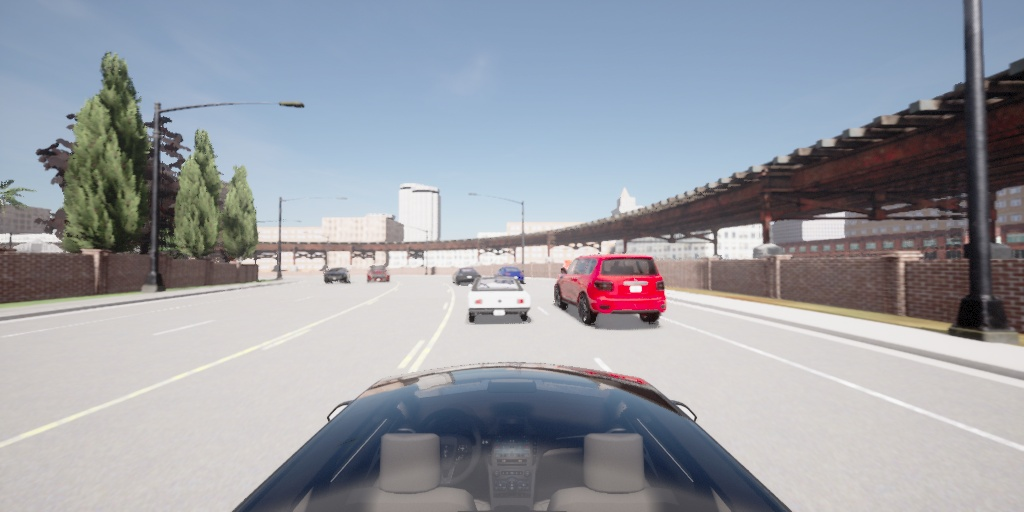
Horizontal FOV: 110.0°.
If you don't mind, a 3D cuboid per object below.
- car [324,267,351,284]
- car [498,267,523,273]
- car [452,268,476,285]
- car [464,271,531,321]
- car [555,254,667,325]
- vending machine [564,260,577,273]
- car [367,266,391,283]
[{"bbox_3d":[-16.071,1.776,33.207,1.882,1.535,5.008,0,-3,-20],"label":"car"},{"bbox_3d":[-0.297,1.612,30.044,1.812,1.442,4.674,0,-2,-14],"label":"car"},{"bbox_3d":[-3.793,1.651,29.554,1.994,1.385,4.181,0,-2,-15],"label":"car"},{"bbox_3d":[-0.584,1.363,12.562,1.895,1.301,4.718,0,0,-6],"label":"car"},{"bbox_3d":[2.989,0.978,12.069,2.150,2.045,5.566,0,0,-6],"label":"car"},{"bbox_3d":[5.247,1.325,32.322,1.100,2.100,0.880,0,0,-15],"label":"vending machine"},{"bbox_3d":[-13.299,1.731,35.804,2.097,1.767,4.553,0,-3,-21],"label":"car"}]
